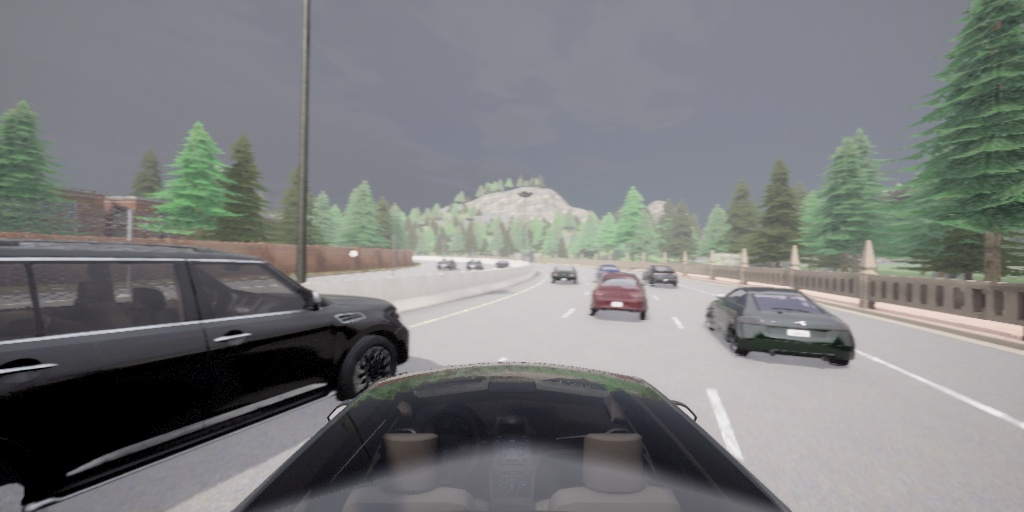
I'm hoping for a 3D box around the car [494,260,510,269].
[{"bbox_3d":[-1.274,1.244,47.087,2.033,1.411,5.357,1,0,0],"label":"car"}]

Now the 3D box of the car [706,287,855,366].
[{"bbox_3d":[6.081,1.436,8.646,1.994,1.385,4.181,1,0,20],"label":"car"}]

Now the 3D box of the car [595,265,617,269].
[{"bbox_3d":[7.844,1.422,29.407,1.812,1.442,4.674,1,0,9],"label":"car"}]

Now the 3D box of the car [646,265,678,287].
[{"bbox_3d":[10.967,1.454,26.846,2.128,1.511,4.902,1,0,11],"label":"car"}]

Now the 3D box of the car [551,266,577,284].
[{"bbox_3d":[4.172,1.422,28.302,1.895,1.301,4.718,1,0,10],"label":"car"}]

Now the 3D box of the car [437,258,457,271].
[{"bbox_3d":[-8.306,1.044,45.993,2.128,1.511,4.902,1,0,1],"label":"car"}]

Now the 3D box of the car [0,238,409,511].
[{"bbox_3d":[-3.449,0.899,3.476,2.150,2.045,5.566,1,0,24],"label":"car"}]

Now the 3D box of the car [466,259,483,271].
[{"bbox_3d":[-4.799,1.116,46.272,2.128,1.511,4.902,1,0,1],"label":"car"}]

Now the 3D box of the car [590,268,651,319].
[{"bbox_3d":[3.981,1.351,13.323,1.812,1.442,4.674,1,0,18],"label":"car"}]
